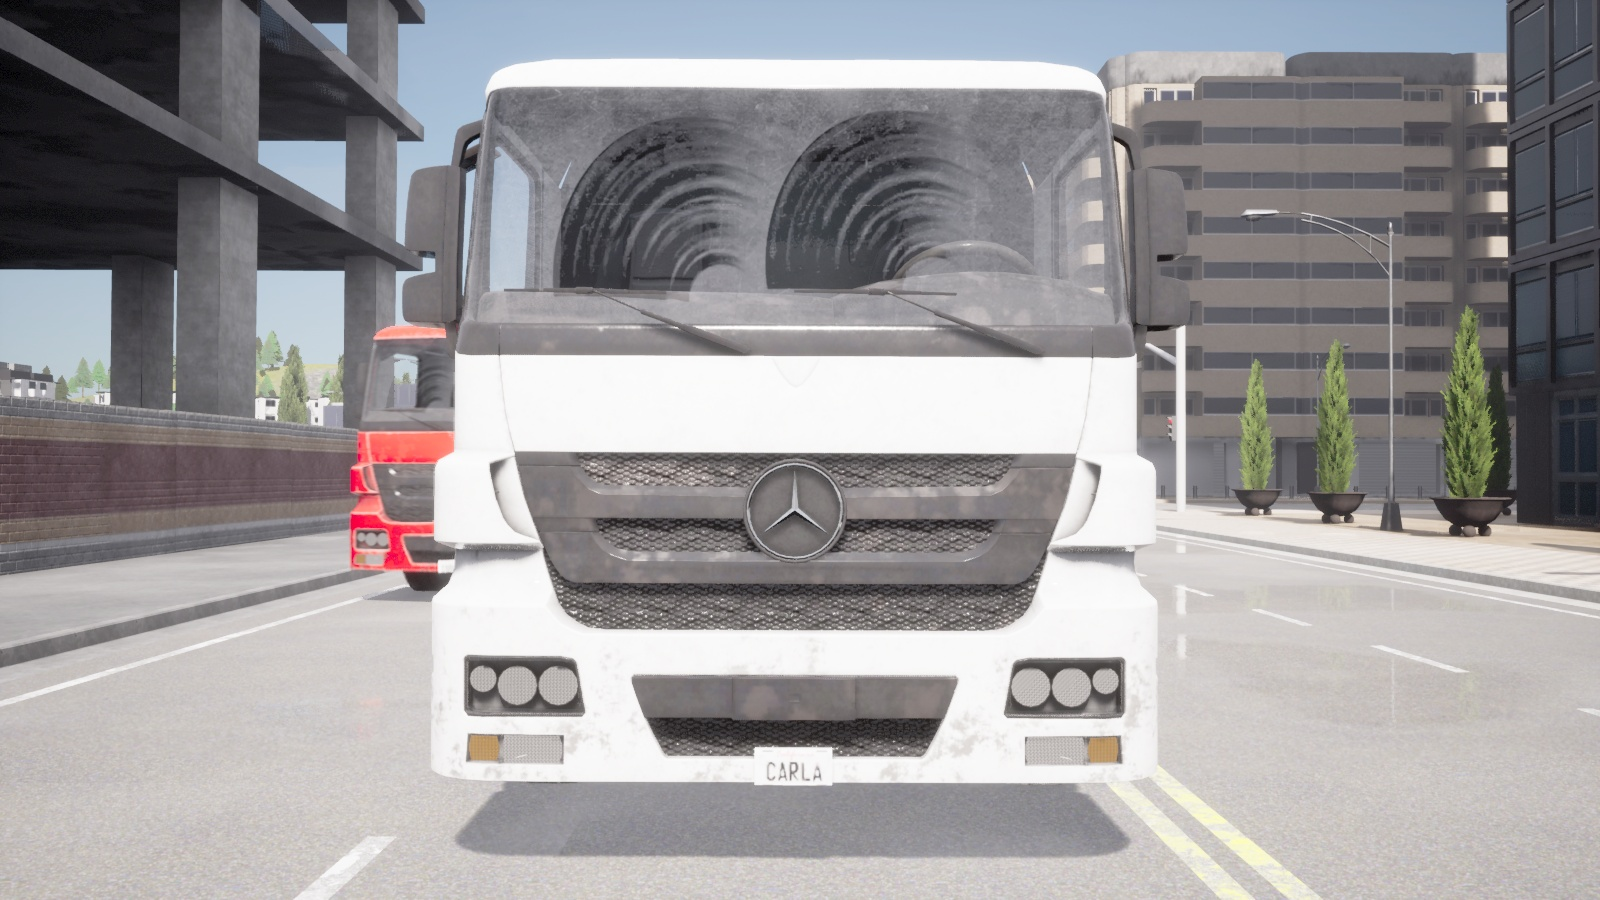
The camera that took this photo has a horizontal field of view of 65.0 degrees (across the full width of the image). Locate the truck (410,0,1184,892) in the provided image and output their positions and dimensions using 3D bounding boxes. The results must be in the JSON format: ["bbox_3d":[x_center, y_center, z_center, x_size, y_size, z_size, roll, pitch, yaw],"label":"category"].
[{"bbox_3d":[-0.027,-0.022,8.684,2.891,3.462,7.936,0,-1,0],"label":"truck"}]

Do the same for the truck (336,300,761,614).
[{"bbox_3d":[-3.028,0.147,18.063,2.891,3.462,7.936,-1,-1,14],"label":"truck"}]
